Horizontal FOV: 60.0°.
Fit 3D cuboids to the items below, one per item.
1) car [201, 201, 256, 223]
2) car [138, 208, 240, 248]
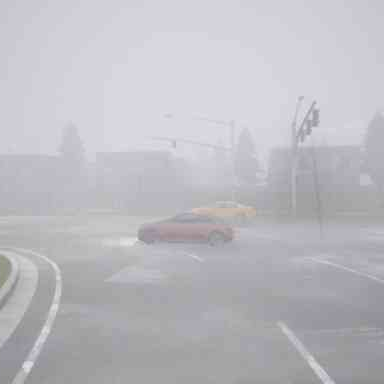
[{"bbox_3d":[2.183,1.440,24.627,5.008,1.535,1.882,0,0,12],"label":"car"},{"bbox_3d":[-0.203,1.541,14.398,4.181,1.385,1.994,0,0,12],"label":"car"}]
